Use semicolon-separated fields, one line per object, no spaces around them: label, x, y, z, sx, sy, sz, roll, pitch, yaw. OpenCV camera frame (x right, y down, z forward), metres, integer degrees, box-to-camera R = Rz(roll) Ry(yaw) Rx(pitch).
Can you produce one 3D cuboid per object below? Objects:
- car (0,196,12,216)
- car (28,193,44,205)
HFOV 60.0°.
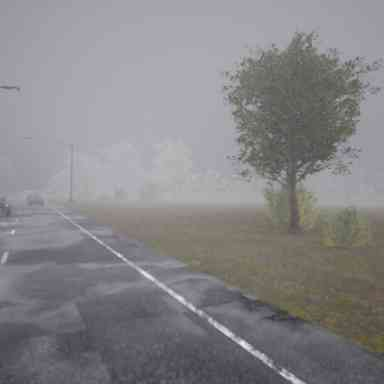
car;-16.958;1.101;29.090;2.097;1.767;4.553;0;0;-26
car;-23.428;1.188;50.042;1.994;1.385;4.181;0;0;-26
